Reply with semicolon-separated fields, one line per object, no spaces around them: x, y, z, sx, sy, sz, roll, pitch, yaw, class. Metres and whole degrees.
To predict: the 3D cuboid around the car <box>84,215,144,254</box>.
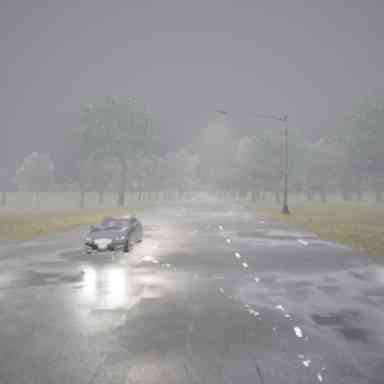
-3.447;1.840;15.368;2.128;1.511;4.902;-1;0;1;car
